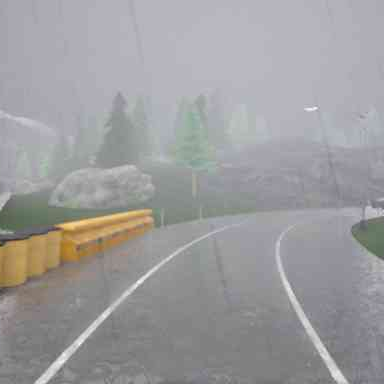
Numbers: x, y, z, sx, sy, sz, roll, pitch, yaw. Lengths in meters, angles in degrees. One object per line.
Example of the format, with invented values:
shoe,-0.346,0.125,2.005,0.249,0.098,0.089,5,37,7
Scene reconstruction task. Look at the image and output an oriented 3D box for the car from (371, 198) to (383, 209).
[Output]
car,27.260,1.610,46.650,5.008,1.535,1.882,-1,1,-28
